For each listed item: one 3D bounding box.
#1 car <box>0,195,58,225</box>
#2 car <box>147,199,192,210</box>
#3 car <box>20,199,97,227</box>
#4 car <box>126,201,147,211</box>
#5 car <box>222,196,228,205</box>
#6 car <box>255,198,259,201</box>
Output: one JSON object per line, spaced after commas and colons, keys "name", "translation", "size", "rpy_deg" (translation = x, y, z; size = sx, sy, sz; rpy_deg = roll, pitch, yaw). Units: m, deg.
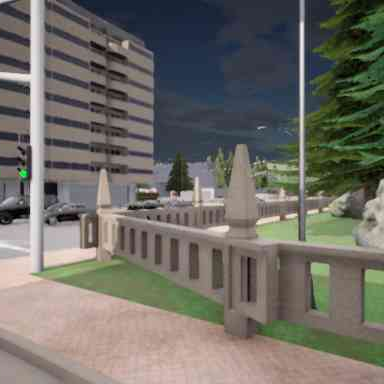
{"name": "car", "translation": [-12.417, 1.241, 24.626], "size": [2.150, 2.045, 5.566], "rpy_deg": [0, 0, 34]}
{"name": "car", "translation": [-1.903, 1.516, 33.819], "size": [2.128, 1.511, 4.902], "rpy_deg": [0, 0, 34]}
{"name": "car", "translation": [-8.964, 1.516, 23.475], "size": [2.128, 1.511, 4.902], "rpy_deg": [0, 0, 34]}
{"name": "car", "translation": [-4.830, 1.620, 35.741], "size": [1.895, 1.301, 4.718], "rpy_deg": [0, 0, 34]}
{"name": "car", "translation": [6.921, 1.230, 52.785], "size": [2.150, 2.045, 5.566], "rpy_deg": [0, 0, 34]}
{"name": "car", "translation": [9.664, 1.590, 50.597], "size": [1.994, 1.385, 4.181], "rpy_deg": [0, 0, 35]}
